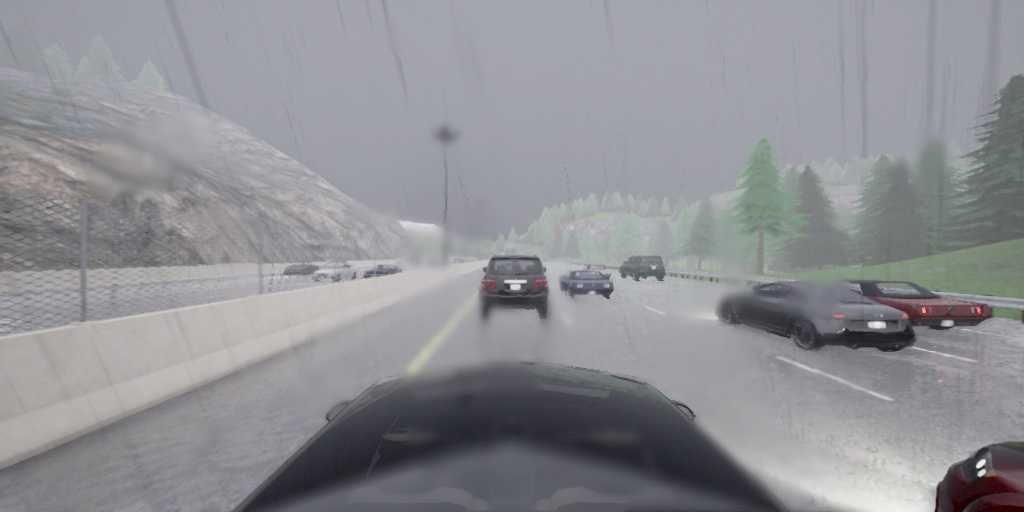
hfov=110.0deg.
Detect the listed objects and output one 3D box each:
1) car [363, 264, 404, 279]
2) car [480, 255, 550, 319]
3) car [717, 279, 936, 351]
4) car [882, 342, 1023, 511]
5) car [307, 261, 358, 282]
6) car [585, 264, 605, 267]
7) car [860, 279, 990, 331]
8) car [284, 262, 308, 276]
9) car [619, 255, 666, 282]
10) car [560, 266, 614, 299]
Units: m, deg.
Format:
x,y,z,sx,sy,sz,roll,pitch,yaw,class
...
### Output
x,y,z,sx,sy,sz,roll,pitch,yaw,class
-10.596,1.352,29.881,1.895,1.301,4.718,0,0,0,car
0.101,0.972,12.920,2.150,2.045,5.566,0,0,0,car
7.101,1.315,8.985,1.994,1.385,4.181,0,0,0,car
3.601,1.314,0.419,1.994,1.385,4.181,0,0,0,car
-14.095,1.277,28.959,1.812,1.442,4.674,0,0,0,car
7.102,1.353,31.079,1.895,1.301,4.718,0,0,0,car
10.601,1.352,10.949,1.895,1.301,4.718,0,0,0,car
-21.086,1.315,36.355,1.994,1.385,4.181,0,0,0,car
10.602,0.973,29.470,2.150,2.045,5.566,0,0,0,car
3.601,1.352,18.138,1.895,1.301,4.718,0,0,0,car
